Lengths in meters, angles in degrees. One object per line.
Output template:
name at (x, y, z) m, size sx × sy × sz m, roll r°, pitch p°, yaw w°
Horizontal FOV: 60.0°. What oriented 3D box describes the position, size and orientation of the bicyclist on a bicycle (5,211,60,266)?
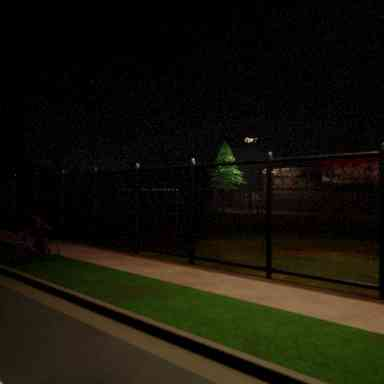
bicyclist on a bicycle at (-4.821, 1.399, 10.186) m, size 0.582 × 1.620 × 1.656 m, roll 0°, pitch -2°, yaw 40°
